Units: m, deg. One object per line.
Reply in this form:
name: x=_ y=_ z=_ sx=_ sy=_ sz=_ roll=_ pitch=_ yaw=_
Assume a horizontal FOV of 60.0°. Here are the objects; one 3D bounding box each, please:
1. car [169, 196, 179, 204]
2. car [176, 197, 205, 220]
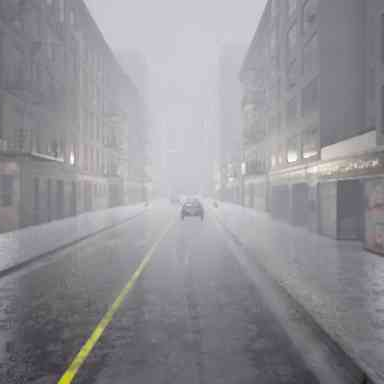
car: x=-3.042 y=1.420 z=60.445 sx=1.837 sy=1.490 sz=4.892 roll=0 pitch=0 yaw=1
car: x=0.053 y=1.437 z=27.800 sx=2.128 sy=1.511 sz=4.902 roll=0 pitch=0 yaw=0
